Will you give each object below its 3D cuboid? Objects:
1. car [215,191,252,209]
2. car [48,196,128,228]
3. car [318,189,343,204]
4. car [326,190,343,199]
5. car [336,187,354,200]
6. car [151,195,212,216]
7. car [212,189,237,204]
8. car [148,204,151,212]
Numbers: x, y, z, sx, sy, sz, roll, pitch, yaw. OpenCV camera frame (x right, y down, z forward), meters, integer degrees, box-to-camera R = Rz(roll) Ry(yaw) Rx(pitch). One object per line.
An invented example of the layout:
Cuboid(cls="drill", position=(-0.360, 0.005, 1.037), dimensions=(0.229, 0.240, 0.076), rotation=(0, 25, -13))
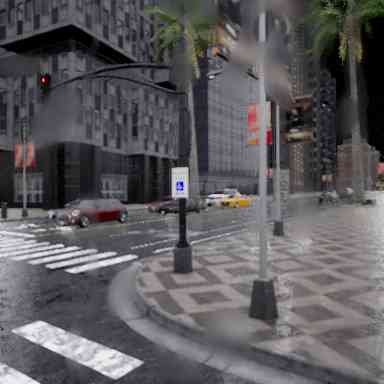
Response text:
Cuboid(cls="car", position=(4.902, 0.981, 36.940), dimensions=(1.882, 1.535, 5.008), rotation=(0, 1, 35))
Cuboid(cls="car", position=(-6.274, 1.190, 21.165), dimensions=(2.097, 1.767, 4.553), rotation=(0, 1, 35))
Cuboid(cls="car", position=(18.231, 0.752, 44.186), dimensions=(1.837, 1.490, 4.892), rotation=(0, 1, 35))
Cuboid(cls="car", position=(26.172, 0.451, 61.029), dimensions=(1.882, 1.535, 5.008), rotation=(0, 1, 36))
Cuboid(cls="car", position=(24.087, 0.307, 52.470), dimensions=(2.150, 2.045, 5.566), rotation=(0, 1, 36))
Cuboid(cls="car", position=(-0.800, 1.220, 28.899), dimensions=(2.033, 1.411, 5.357), rotation=(0, 1, 35))
Cuboid(cls="car", position=(3.884, 0.694, 41.117), dimensions=(2.150, 2.045, 5.566), rotation=(0, 1, 35))
Cuboid(cls="car", position=(-2.236, 1.178, 32.482), dimensions=(1.812, 1.442, 4.674), rotation=(0, 1, 35))
